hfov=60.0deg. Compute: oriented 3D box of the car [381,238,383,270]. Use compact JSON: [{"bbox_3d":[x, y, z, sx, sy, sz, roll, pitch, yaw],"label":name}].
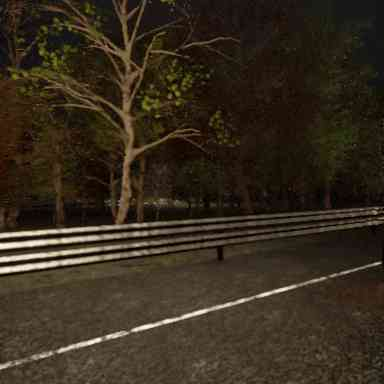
[{"bbox_3d":[6.910,1.388,8.710,5.008,1.535,1.882,-1,0,-36],"label":"car"}]
